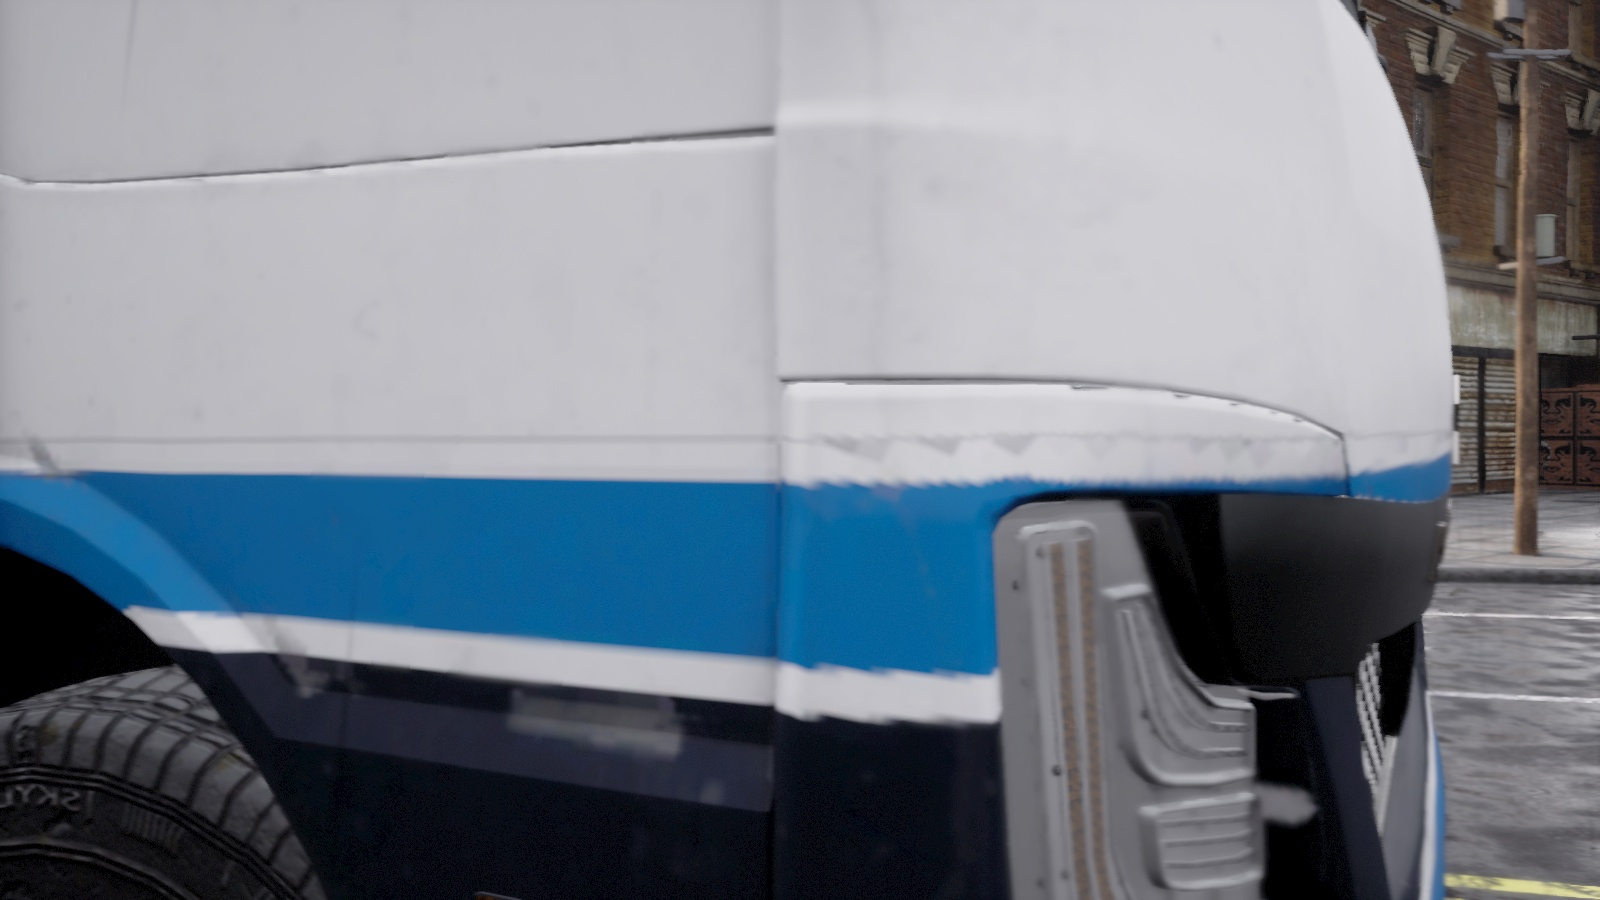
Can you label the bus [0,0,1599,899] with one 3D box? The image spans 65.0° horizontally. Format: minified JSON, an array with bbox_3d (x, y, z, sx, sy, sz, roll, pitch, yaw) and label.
[{"bbox_3d":[-2.869,-0.625,4.194,10.273,4.253,3.944,1,1,27],"label":"bus"}]
